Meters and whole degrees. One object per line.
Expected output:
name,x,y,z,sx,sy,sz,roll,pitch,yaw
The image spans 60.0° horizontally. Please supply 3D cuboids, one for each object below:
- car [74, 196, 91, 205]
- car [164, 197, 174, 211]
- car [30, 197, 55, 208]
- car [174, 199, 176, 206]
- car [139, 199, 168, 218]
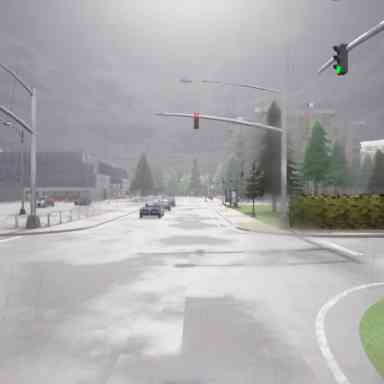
car,-17.424,1.374,53.040,1.845,1.501,3.633,0,0,0
car,-3.568,1.564,40.272,1.994,1.385,4.181,0,0,0
car,-20.481,1.384,45.651,1.970,1.475,3.806,0,0,0
car,-3.520,1.478,50.755,1.882,1.535,5.008,0,0,0
car,-3.581,1.601,30.276,1.895,1.301,4.718,0,0,0
